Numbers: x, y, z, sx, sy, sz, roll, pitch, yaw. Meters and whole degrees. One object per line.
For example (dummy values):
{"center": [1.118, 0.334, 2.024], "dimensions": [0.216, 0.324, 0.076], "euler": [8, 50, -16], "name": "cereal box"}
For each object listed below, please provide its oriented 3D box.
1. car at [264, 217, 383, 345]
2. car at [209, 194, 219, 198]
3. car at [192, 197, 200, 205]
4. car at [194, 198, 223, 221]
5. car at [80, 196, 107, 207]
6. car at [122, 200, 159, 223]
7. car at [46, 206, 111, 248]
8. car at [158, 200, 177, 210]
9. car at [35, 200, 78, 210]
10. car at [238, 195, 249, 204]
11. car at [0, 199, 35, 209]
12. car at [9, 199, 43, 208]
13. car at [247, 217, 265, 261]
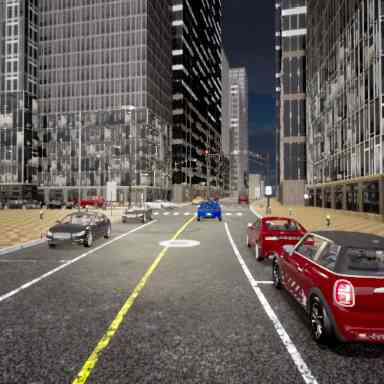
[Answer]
{"center": [2.814, 1.441, 6.340], "dimensions": [1.967, 1.590, 4.097], "euler": [1, 0, 2], "name": "car"}
{"center": [5.153, 1.490, 78.779], "dimensions": [2.192, 1.841, 5.009], "euler": [1, 0, 14], "name": "car"}
{"center": [1.159, 1.640, 62.540], "dimensions": [1.752, 1.417, 4.829], "euler": [1, 0, 12], "name": "car"}
{"center": [1.478, 1.494, 27.147], "dimensions": [1.882, 1.535, 5.008], "euler": [0, 0, 5], "name": "car"}
{"center": [-15.149, 1.534, 49.612], "dimensions": [5.009, 1.841, 2.192], "euler": [0, -1, 13], "name": "car"}
{"center": [-4.130, 1.573, 25.678], "dimensions": [2.008, 1.369, 4.403], "euler": [1, 0, 5], "name": "car"}
{"center": [-4.881, 1.561, 14.887], "dimensions": [2.008, 1.369, 4.403], "euler": [1, 0, 3], "name": "car"}
{"center": [-4.400, 1.689, 43.541], "dimensions": [4.718, 1.301, 1.895], "euler": [-1, -1, 33], "name": "car"}
{"center": [-16.960, 1.637, 41.939], "dimensions": [4.313, 1.339, 1.947], "euler": [0, -1, 13], "name": "car"}
{"center": [10.076, 1.410, 65.095], "dimensions": [2.192, 1.841, 5.009], "euler": [1, 0, 13], "name": "car"}
{"center": [-22.401, 1.653, 43.229], "dimensions": [4.403, 1.369, 2.008], "euler": [0, -1, 13], "name": "car"}
{"center": [-26.036, 1.833, 52.189], "dimensions": [4.403, 1.369, 2.008], "euler": [0, -1, 13], "name": "car"}
{"center": [3.006, 1.547, 11.979], "dimensions": [1.887, 1.381, 4.507], "euler": [1, 0, 3], "name": "car"}
